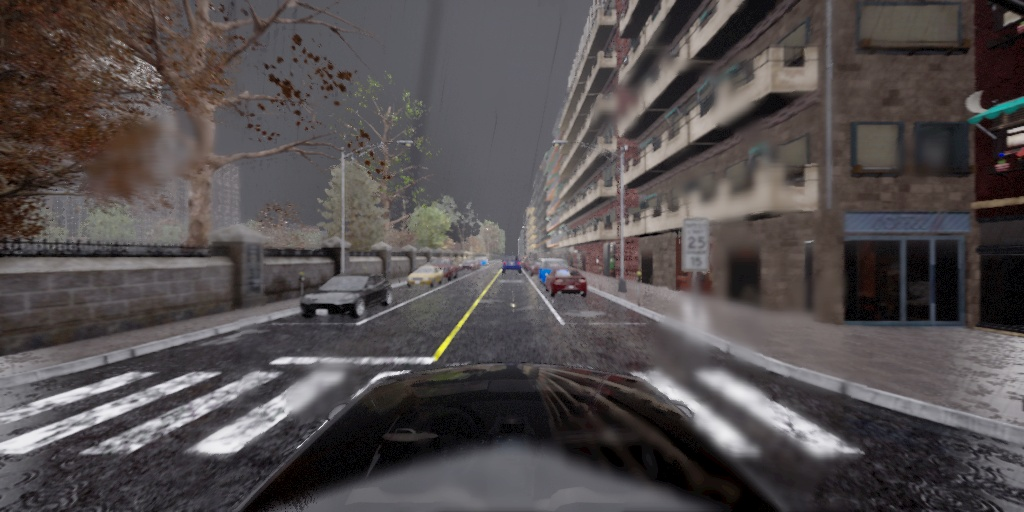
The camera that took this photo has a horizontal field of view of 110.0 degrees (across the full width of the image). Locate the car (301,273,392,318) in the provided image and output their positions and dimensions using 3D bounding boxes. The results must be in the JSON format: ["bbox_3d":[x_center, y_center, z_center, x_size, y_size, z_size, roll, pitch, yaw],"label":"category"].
[{"bbox_3d":[-5.692,1.304,12.909,1.948,1.339,4.313,0,0,0],"label":"car"}]

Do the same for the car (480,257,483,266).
[{"bbox_3d":[-5.700,1.160,52.320,1.967,1.591,4.097,0,0,0],"label":"car"}]

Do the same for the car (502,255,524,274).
[{"bbox_3d":[-0.009,0.942,41.239,2.150,2.045,5.566,0,0,0],"label":"car"}]

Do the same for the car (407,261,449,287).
[{"bbox_3d":[-5.694,1.254,24.001,1.751,1.417,4.829,0,0,0],"label":"car"}]

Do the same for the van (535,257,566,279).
[{"bbox_3d":[2.686,1.068,24.172,1.690,1.789,3.998,0,0,0],"label":"van"}]

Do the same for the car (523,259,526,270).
[{"bbox_3d":[2.682,1.271,41.062,2.007,1.370,4.403,0,0,0],"label":"car"}]

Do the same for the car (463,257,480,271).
[{"bbox_3d":[-5.699,1.160,46.691,1.967,1.591,4.097,0,0,0],"label":"car"}]

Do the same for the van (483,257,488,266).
[{"bbox_3d":[-5.703,1.064,63.580,1.690,1.789,3.998,0,0,0],"label":"van"}]

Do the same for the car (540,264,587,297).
[{"bbox_3d":[2.687,1.277,18.541,1.888,1.381,4.507,0,0,0],"label":"car"}]

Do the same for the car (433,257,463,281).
[{"bbox_3d":[-5.696,1.040,29.800,2.192,1.841,5.009,0,0,0],"label":"car"}]

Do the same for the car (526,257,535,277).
[{"bbox_3d":[2.684,1.162,35.432,1.967,1.591,4.097,0,0,0],"label":"car"}]
